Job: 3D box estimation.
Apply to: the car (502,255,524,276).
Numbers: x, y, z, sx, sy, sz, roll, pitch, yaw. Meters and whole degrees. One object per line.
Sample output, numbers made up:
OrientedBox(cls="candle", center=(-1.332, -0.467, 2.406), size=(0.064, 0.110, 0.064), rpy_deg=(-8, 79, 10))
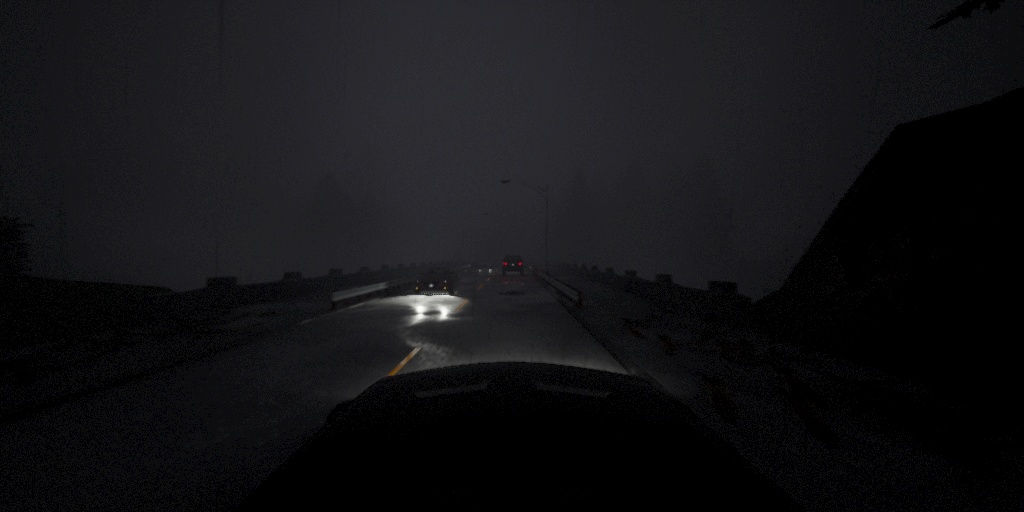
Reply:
OrientedBox(cls="car", center=(0.093, 0.954, 37.799), size=(2.150, 2.045, 5.566), rpy_deg=(0, 0, 0))

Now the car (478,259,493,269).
OrientedBox(cls="car", center=(-4.047, 1.256, 55.250), size=(1.812, 1.442, 4.674), rpy_deg=(0, 0, 1))

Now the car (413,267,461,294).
OrientedBox(cls="car", center=(-4.095, 1.306, 20.103), size=(1.994, 1.385, 4.181), rpy_deg=(0, 0, 0))
